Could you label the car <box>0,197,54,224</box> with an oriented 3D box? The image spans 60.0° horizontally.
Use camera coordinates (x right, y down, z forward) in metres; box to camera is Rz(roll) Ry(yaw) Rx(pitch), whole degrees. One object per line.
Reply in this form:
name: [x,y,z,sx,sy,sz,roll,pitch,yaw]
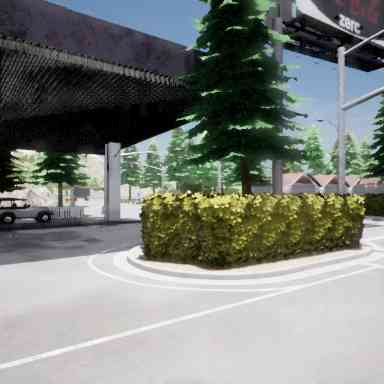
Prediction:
car: [-11.956,1.313,23.490,3.866,1.878,1.905,0,0,-36]
